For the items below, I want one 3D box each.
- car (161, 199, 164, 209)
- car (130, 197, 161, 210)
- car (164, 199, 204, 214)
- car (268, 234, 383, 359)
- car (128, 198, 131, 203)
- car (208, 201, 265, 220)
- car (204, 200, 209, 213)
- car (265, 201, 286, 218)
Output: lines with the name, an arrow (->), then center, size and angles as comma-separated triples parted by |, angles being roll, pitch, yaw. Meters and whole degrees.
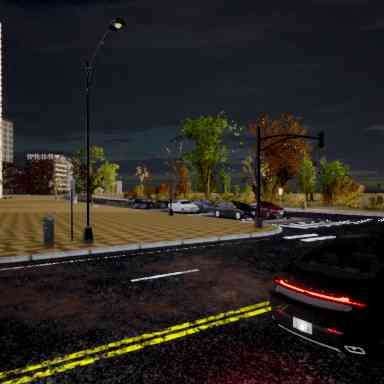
car -> -4.021, 1.658, 48.288 | 1.994, 1.385, 4.181 | 0, 0, -30
car -> -6.451, 1.668, 45.978 | 1.994, 1.385, 4.181 | 0, 0, -31
car -> -1.006, 1.608, 37.003 | 1.812, 1.442, 4.674 | 0, 0, -31
car -> 3.452, 1.504, 5.733 | 4.892, 1.490, 1.837 | 0, 0, -34
car -> -11.849, 1.681, 68.807 | 1.994, 1.385, 4.181 | 0, 0, -29
car -> 3.795, 1.564, 29.216 | 1.837, 1.490, 4.892 | 0, 0, -32
car -> 1.297, 1.619, 39.460 | 2.033, 1.411, 5.357 | 0, 0, -32
car -> 6.597, 1.573, 30.849 | 1.812, 1.442, 4.674 | 0, 0, -30
